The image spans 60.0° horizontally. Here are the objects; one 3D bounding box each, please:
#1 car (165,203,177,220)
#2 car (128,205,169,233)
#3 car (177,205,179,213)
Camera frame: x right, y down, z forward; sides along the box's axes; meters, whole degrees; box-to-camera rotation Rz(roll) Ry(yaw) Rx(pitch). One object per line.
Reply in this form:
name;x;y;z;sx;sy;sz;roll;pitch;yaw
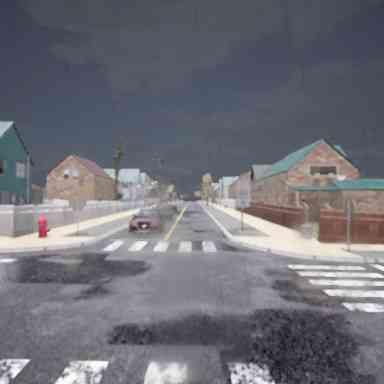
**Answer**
car;-2.763;1.894;31.203;1.994;1.385;4.181;0;-1;1
car;-2.766;1.780;21.029;1.994;1.385;4.181;0;-1;-1
car;-2.729;2.077;43.327;1.895;1.301;4.718;0;-1;0
